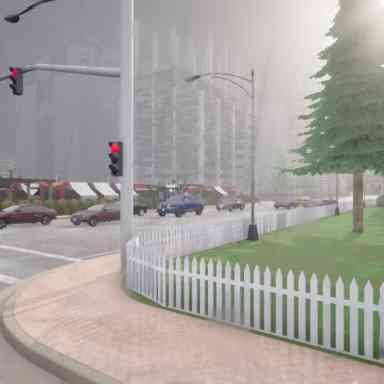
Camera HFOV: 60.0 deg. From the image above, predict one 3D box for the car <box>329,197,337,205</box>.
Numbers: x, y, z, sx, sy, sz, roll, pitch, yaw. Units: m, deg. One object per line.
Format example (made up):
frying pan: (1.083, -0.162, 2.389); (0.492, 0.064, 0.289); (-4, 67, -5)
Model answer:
car: (21.100, 1.526, 51.245); (1.812, 1.442, 4.674); (0, 0, 34)

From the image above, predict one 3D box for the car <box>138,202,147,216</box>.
car: (-6.169, 1.478, 29.887); (1.882, 1.535, 5.008); (0, 0, 34)

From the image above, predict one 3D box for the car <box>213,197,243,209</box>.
car: (5.181, 1.492, 46.672); (2.128, 1.511, 4.902); (0, 0, 34)

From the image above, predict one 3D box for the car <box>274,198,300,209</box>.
car: (12.782, 1.547, 45.155); (2.033, 1.411, 5.357); (0, 0, 34)

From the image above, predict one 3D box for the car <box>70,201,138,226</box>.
car: (-6.271, 1.526, 23.431); (1.812, 1.442, 4.674); (0, 0, 34)

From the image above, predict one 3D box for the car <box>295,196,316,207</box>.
car: (18.269, 1.478, 53.306); (1.882, 1.535, 5.008); (0, 0, 34)

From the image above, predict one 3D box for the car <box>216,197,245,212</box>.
car: (4.669, 1.492, 39.694); (2.128, 1.511, 4.902); (0, 0, 34)

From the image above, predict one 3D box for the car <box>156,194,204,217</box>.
car: (-0.964, 1.221, 31.352); (2.150, 2.045, 5.566); (0, 0, 34)

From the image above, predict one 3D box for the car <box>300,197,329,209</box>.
car: (16.233, 1.564, 44.018); (1.994, 1.385, 4.181); (0, 0, 34)

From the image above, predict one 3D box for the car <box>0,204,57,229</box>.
car: (-11.386, 1.526, 22.140); (1.812, 1.442, 4.674); (0, 0, 36)
